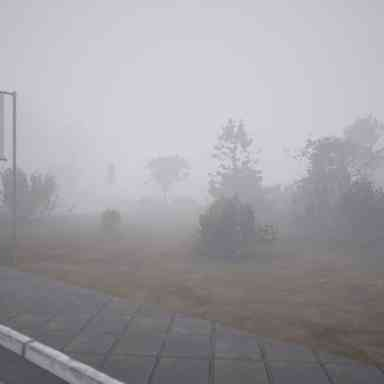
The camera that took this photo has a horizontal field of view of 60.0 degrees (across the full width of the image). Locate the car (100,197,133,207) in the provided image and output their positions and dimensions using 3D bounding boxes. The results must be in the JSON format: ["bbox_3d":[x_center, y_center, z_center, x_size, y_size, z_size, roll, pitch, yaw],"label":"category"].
[{"bbox_3d":[-10.502,1.467,49.513,2.033,1.411,5.357,0,1,39],"label":"car"}]

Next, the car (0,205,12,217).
[{"bbox_3d":[-16.087,1.599,31.111,1.895,1.301,4.718,0,0,39],"label":"car"}]

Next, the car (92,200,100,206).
[{"bbox_3d":[-13.169,1.520,51.780,1.895,1.301,4.718,0,1,39],"label":"car"}]

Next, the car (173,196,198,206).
[{"bbox_3d":[-0.966,1.369,49.906,1.812,1.442,4.674,0,1,38],"label":"car"}]

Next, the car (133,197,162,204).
[{"bbox_3d":[-6.105,1.458,49.087,1.994,1.385,4.181,0,1,39],"label":"car"}]

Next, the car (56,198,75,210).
[{"bbox_3d":[-16.967,1.481,41.495,2.128,1.511,4.902,0,0,39],"label":"car"}]
